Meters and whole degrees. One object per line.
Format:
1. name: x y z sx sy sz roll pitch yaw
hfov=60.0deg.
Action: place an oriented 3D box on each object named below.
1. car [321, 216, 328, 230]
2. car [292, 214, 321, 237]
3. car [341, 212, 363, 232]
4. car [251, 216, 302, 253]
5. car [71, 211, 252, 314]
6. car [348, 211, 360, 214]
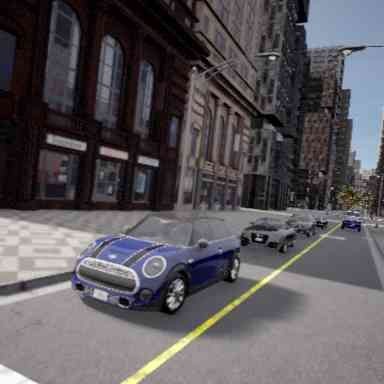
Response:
1. car: 12.849 3.048 34.229 1.895 1.301 4.718 6 0 27
2. car: 8.207 2.431 25.003 1.837 1.490 4.892 6 0 27
3. car: 18.048 3.511 37.582 1.882 1.535 5.008 6 0 27
4. car: 3.847 1.997 16.317 1.994 1.385 4.181 6 0 27
5. car: -0.469 1.294 7.705 2.097 1.767 4.553 6 0 28
6. car: 22.741 3.780 46.941 2.150 2.045 5.566 6 0 28
